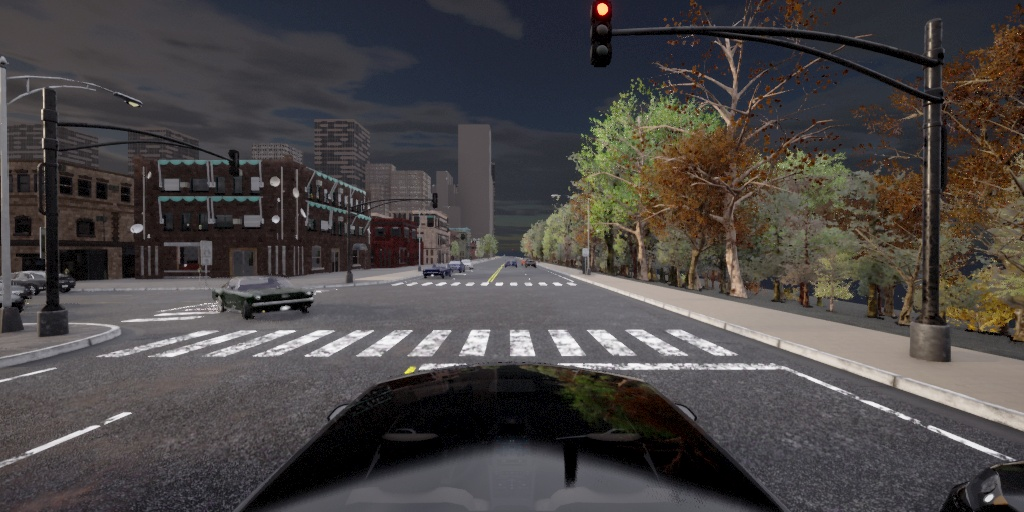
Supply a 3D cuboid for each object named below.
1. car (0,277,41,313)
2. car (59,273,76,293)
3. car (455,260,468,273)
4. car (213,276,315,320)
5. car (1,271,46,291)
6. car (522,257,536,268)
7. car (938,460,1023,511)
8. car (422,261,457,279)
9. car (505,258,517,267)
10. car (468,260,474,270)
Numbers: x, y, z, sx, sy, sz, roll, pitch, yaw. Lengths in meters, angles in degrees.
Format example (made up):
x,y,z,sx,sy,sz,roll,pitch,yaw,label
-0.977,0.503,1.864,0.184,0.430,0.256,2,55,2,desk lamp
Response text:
x,y,z,sx,sy,sz,roll,pitch,yaw,label
-19.994,1.565,12.529,4.313,1.339,1.948,0,0,0,car
-28.365,1.560,21.004,4.403,1.370,2.007,0,0,0,car
-6.771,1.261,43.075,1.812,1.442,4.674,0,0,0,car
-8.873,1.369,12.732,4.718,1.301,1.895,-1,0,39,car
-23.587,1.505,15.226,4.902,1.511,2.128,-1,1,0,car
3.085,1.233,61.227,1.837,1.490,4.892,0,0,0,car
3.363,1.314,0.200,1.994,1.385,4.181,0,0,-1,car
-6.729,1.341,32.904,1.895,1.301,4.718,0,0,2,car
-0.175,1.079,63.110,2.097,1.767,4.553,0,0,0,car
-6.805,1.257,53.345,1.812,1.442,4.674,0,0,0,car
